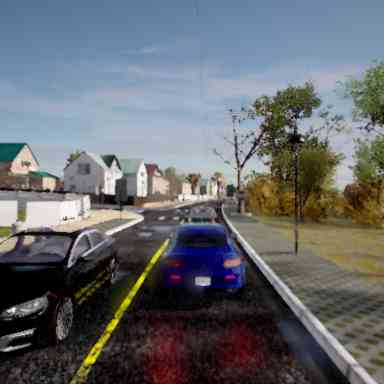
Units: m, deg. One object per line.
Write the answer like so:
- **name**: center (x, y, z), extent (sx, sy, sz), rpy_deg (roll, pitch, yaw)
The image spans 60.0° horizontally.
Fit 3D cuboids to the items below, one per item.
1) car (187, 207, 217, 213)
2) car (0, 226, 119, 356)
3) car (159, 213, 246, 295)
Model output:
- **car**: center (0.598, 1.551, 20.152), extent (1.895, 1.301, 4.718), rpy_deg (0, 0, 2)
- **car**: center (-2.757, 1.469, 6.431), extent (2.128, 1.511, 4.902), rpy_deg (0, 0, 1)
- **car**: center (0.224, 1.498, 8.520), extent (1.812, 1.442, 4.674), rpy_deg (0, 0, 1)
